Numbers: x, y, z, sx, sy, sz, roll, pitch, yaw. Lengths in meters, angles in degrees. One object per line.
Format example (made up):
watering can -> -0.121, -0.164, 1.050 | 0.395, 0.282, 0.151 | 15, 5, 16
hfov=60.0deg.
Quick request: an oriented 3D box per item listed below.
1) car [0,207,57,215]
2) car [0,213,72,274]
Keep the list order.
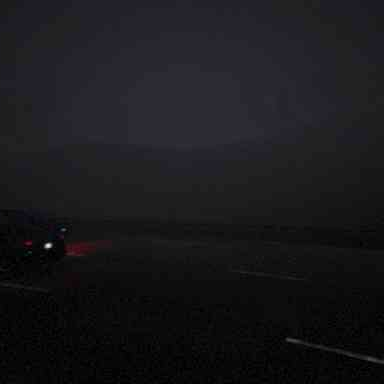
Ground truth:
car -> -7.663, 1.417, 14.420 | 5.008, 1.535, 1.882 | 0, 0, 16
car -> -6.023, 1.522, 10.264 | 4.181, 1.385, 1.994 | 0, 0, 20
